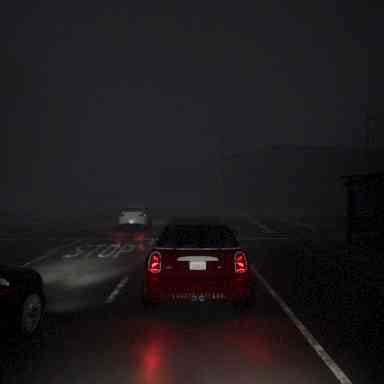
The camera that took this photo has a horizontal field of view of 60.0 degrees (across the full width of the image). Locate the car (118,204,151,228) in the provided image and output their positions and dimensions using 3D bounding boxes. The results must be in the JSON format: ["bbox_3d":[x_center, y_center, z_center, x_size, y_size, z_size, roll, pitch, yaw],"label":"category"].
[{"bbox_3d":[-3.680,1.543,22.012,1.812,1.442,4.674,0,0,-2],"label":"car"}]

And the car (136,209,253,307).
[{"bbox_3d":[0.103,1.352,8.148,2.097,1.767,4.553,0,0,0],"label":"car"}]

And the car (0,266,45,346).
[{"bbox_3d":[-3.384,1.492,3.662,2.128,1.511,4.902,0,0,0],"label":"car"}]
